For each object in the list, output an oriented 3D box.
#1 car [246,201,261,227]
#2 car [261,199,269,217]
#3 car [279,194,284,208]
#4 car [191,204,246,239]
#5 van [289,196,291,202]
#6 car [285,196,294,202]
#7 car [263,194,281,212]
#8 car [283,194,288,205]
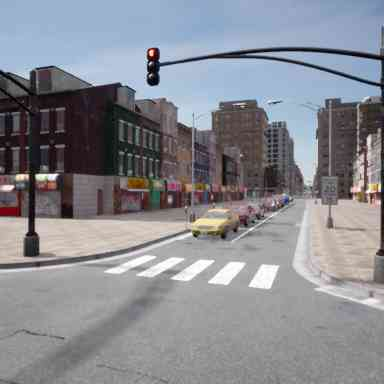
[{"bbox_3d":[3.250,1.505,22.772,1.887,1.381,4.507,1,0,19],"label":"car"},{"bbox_3d":[5.110,1.540,28.061,1.802,1.307,4.206,1,0,19],"label":"car"},{"bbox_3d":[10.691,1.404,43.923,1.967,1.590,4.097,1,0,19],"label":"car"},{"bbox_3d":[1.334,1.488,17.325,1.752,1.417,4.829,1,0,19],"label":"car"},{"bbox_3d":[16.271,1.319,59.787,1.690,1.788,3.998,1,0,19],"label":"van"},{"bbox_3d":[23.709,1.577,80.940,1.947,1.339,4.313,1,0,19],"label":"car"},{"bbox_3d":[8.831,1.401,38.636,1.967,1.590,4.097,1,0,19],"label":"car"},{"bbox_3d":[12.552,1.283,49.211,2.192,1.841,5.009,1,0,19],"label":"car"}]
